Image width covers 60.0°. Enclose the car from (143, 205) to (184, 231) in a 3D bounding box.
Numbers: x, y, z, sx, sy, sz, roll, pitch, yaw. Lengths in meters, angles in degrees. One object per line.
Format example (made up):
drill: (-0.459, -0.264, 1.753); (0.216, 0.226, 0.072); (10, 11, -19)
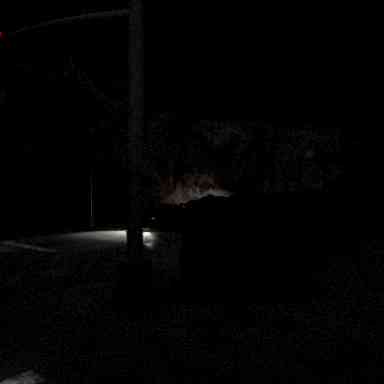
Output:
car: (-1.681, 1.481, 20.248); (1.994, 1.385, 4.181); (0, 0, 35)
